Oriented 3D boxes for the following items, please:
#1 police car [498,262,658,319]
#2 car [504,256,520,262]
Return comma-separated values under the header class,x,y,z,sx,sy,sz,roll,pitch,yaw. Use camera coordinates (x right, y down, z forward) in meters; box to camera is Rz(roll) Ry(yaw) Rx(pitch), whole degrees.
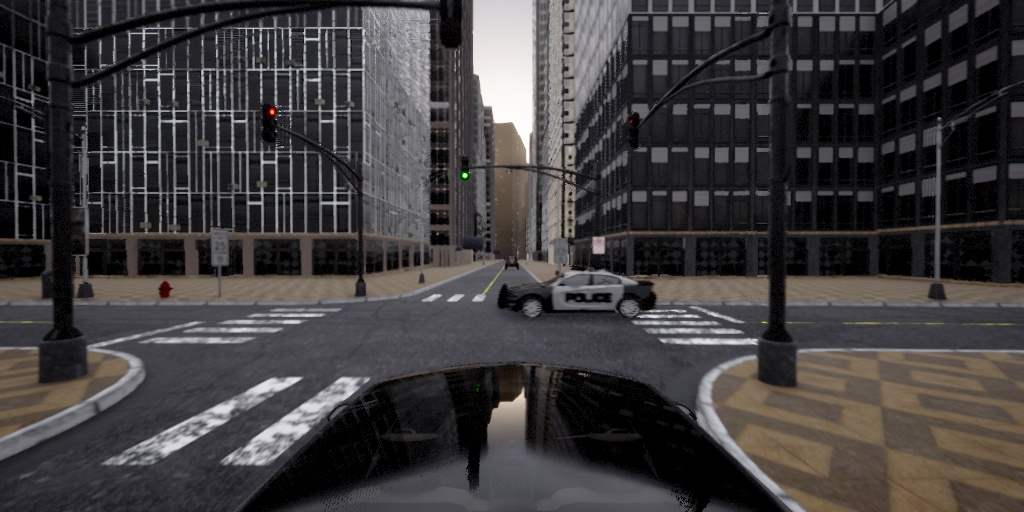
class,x,y,z,sx,sy,sz,roll,pitch,yaw
police car,2.156,1.156,12.170,5.238,1.638,1.930,0,1,1
car,0.012,1.004,54.156,2.150,2.045,5.566,0,0,0
